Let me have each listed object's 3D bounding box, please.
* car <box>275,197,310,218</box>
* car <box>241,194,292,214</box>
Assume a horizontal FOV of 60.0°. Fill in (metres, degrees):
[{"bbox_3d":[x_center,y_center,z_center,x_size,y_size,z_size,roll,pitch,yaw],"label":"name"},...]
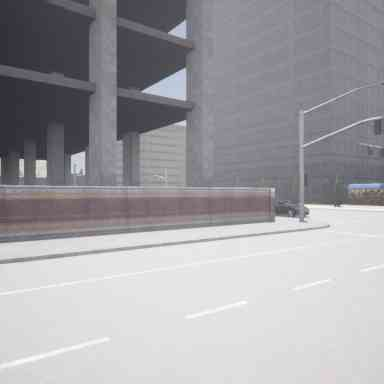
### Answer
[{"bbox_3d":[8.547,1.505,30.860,1.837,1.490,4.892,0,0,-35],"label":"car"},{"bbox_3d":[8.223,1.221,37.318,2.150,2.045,5.566,0,0,-36],"label":"car"}]
